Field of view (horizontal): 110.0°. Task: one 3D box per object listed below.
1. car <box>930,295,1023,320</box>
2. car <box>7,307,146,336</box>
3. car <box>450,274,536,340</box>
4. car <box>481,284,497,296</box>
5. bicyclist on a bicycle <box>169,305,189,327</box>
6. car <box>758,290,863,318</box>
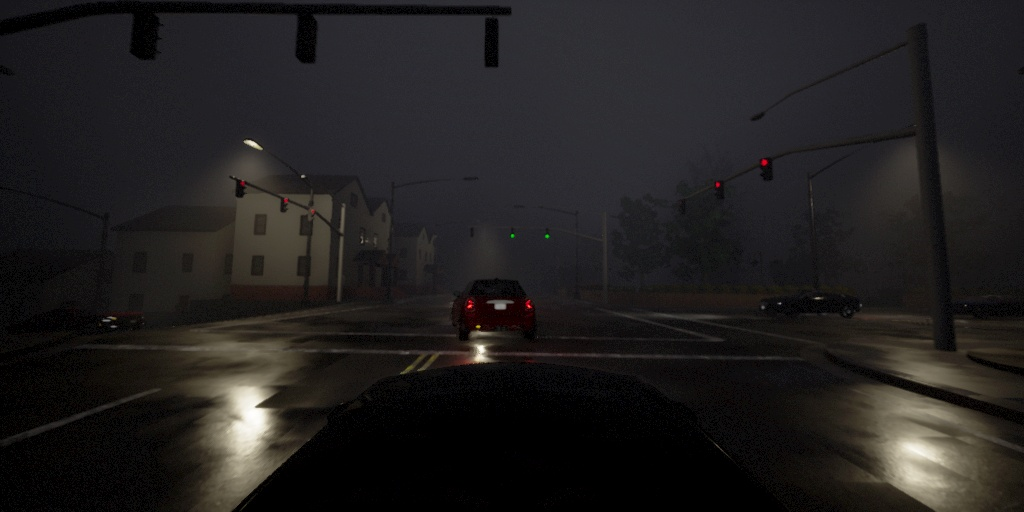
[{"bbox_3d":[26.189,2.789,19.659,4.718,1.301,1.895,0,-5,1],"label":"car"},{"bbox_3d":[-19.891,3.086,16.514,5.008,1.535,1.882,-8,-5,0],"label":"car"},{"bbox_3d":[-0.760,1.521,11.472,2.097,1.767,4.553,2,-5,-12],"label":"car"},{"bbox_3d":[-3.558,5.348,56.116,2.097,1.767,4.553,1,-5,0],"label":"car"},{"bbox_3d":[-25.516,4.595,27.452,0.582,1.620,1.656,-7,-5,0],"label":"bicyclist on a bicycle"},{"bbox_3d":[16.320,2.595,19.815,4.902,1.511,2.128,0,-5,1],"label":"car"}]
